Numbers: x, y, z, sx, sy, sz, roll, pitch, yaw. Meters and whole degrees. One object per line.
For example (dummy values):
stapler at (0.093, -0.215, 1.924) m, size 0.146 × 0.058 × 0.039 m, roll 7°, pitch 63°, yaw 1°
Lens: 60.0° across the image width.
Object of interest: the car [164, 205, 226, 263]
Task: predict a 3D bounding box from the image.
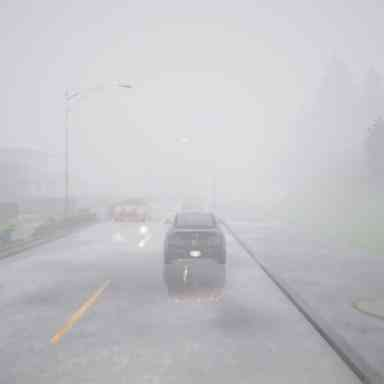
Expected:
car at (0.088, 1.414, 11.557) m, size 1.837 × 1.490 × 4.892 m, roll 0°, pitch 1°, yaw 0°

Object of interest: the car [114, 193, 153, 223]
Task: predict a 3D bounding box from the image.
car at (-4.121, 1.165, 23.707) m, size 2.097 × 1.767 × 4.553 m, roll 0°, pitch 0°, yaw 0°

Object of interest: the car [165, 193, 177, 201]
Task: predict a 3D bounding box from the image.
car at (-4.082, 0.987, 65.295) m, size 2.128 × 1.511 × 4.902 m, roll 0°, pitch 0°, yaw 0°

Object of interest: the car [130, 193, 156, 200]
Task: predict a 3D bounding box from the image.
car at (-10.392, 0.900, 70.728) m, size 5.357 × 1.415 × 2.033 m, roll 0°, pitch 1°, yaw -40°

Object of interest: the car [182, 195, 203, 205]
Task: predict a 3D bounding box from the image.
car at (0.066, 1.079, 34.492) m, size 2.097 × 1.767 × 4.553 m, roll 0°, pitch 0°, yaw 0°
